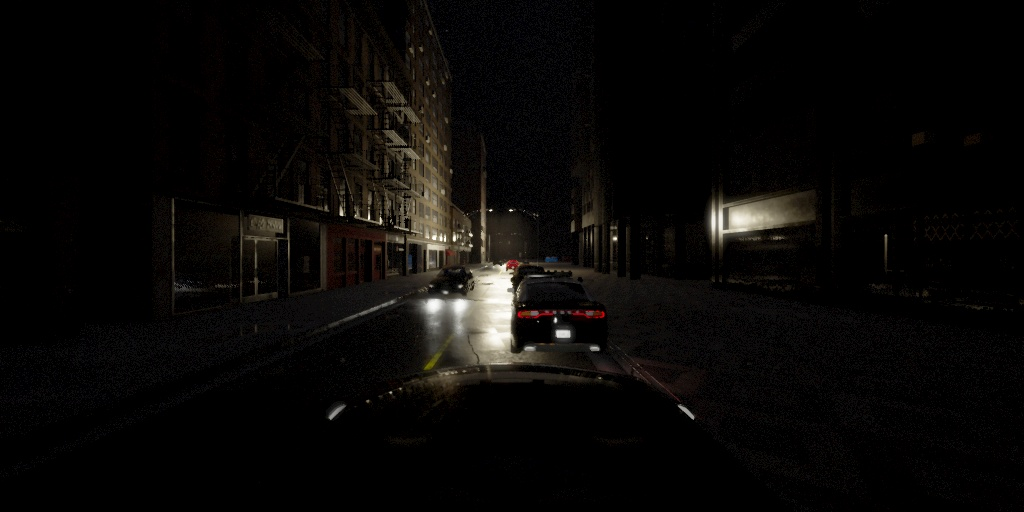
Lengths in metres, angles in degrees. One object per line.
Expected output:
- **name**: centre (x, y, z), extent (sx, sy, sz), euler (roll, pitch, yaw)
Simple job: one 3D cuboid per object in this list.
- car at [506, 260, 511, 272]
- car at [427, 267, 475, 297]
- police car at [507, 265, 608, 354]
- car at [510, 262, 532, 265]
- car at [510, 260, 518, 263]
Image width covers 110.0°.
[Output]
- **car**: centre (0.148, 1.301, 47.410), extent (1.812, 1.442, 4.674), euler (0, 0, 1)
- **car**: centre (-3.060, 1.298, 19.209), extent (2.033, 1.411, 5.357), euler (0, 0, 0)
- **police car**: centre (0.914, 1.175, 8.919), extent (1.930, 1.638, 5.238), euler (0, 0, 0)
- **car**: centre (0.940, 1.256, 18.809), extent (1.837, 1.490, 4.892), euler (0, 0, 0)
- **car**: centre (0.955, 1.209, 25.000), extent (1.801, 1.575, 5.366), euler (0, 0, 0)
